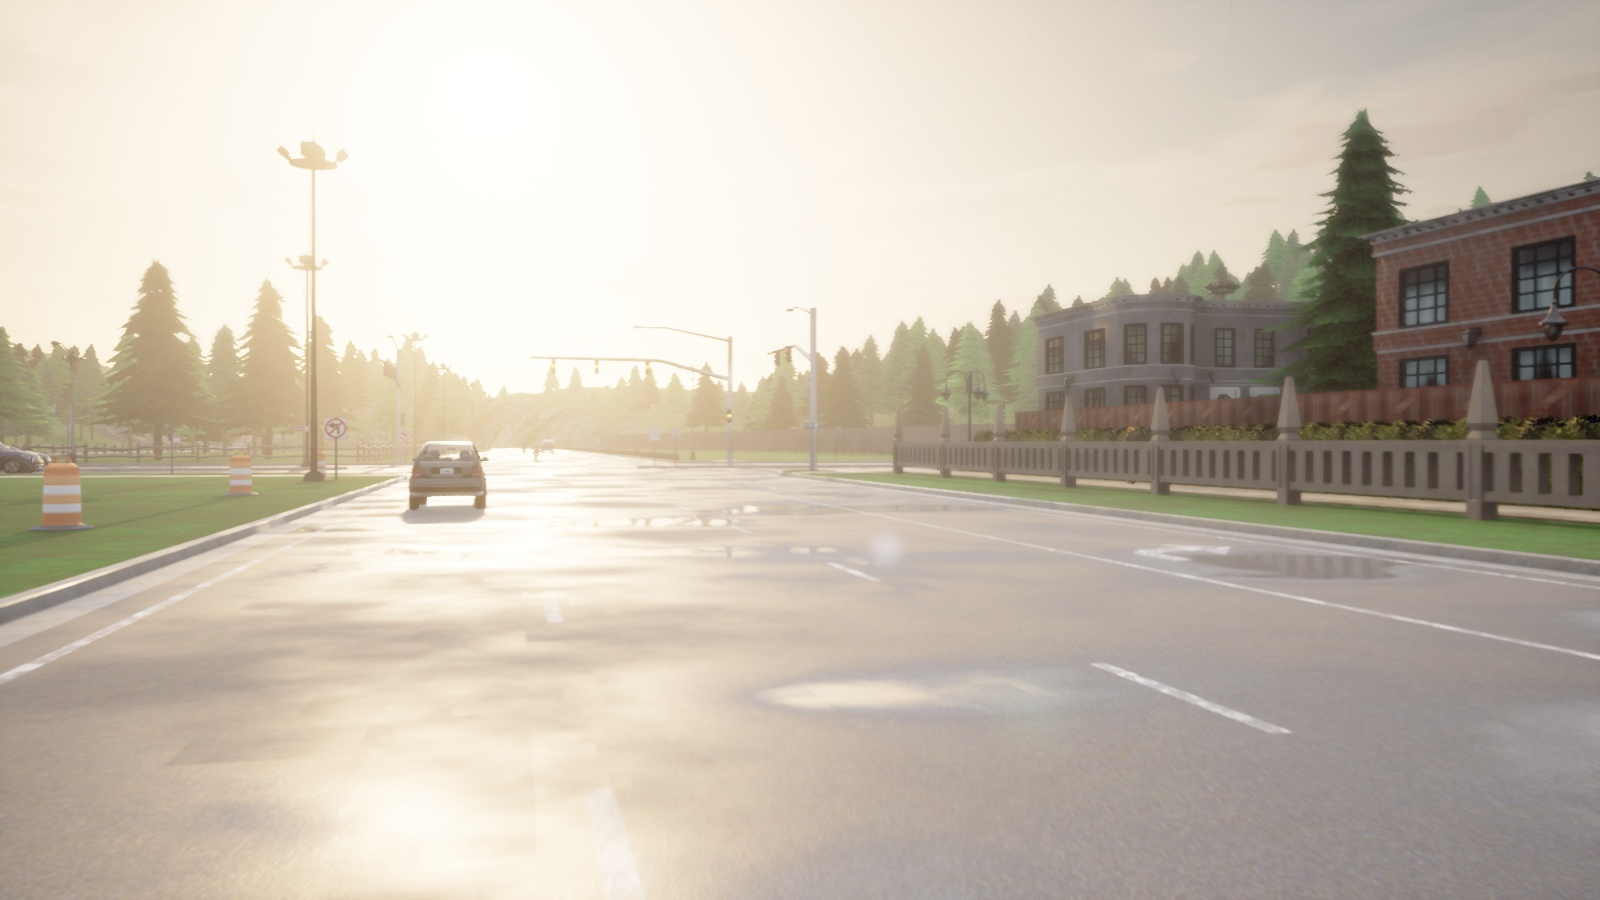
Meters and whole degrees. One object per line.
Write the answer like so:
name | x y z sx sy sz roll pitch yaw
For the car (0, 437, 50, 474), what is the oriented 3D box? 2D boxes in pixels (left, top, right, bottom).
car | -39.135 0.243 60.666 4.553 1.767 2.097 0 0 -12

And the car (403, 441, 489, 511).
car | -8.320 0.556 29.752 1.789 1.549 3.705 0 0 -13
